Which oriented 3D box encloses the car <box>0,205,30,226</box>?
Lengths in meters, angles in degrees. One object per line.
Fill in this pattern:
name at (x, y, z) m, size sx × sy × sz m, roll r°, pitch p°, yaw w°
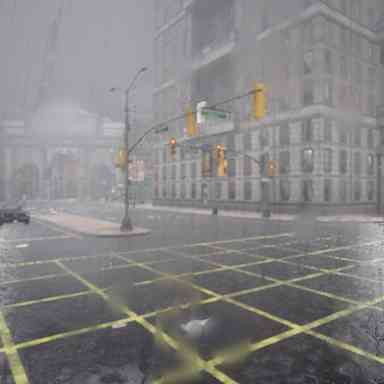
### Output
car at (-12.734, 1.604, 23.455) m, size 1.895 × 1.301 × 4.718 m, roll 0°, pitch 0°, yaw -35°
